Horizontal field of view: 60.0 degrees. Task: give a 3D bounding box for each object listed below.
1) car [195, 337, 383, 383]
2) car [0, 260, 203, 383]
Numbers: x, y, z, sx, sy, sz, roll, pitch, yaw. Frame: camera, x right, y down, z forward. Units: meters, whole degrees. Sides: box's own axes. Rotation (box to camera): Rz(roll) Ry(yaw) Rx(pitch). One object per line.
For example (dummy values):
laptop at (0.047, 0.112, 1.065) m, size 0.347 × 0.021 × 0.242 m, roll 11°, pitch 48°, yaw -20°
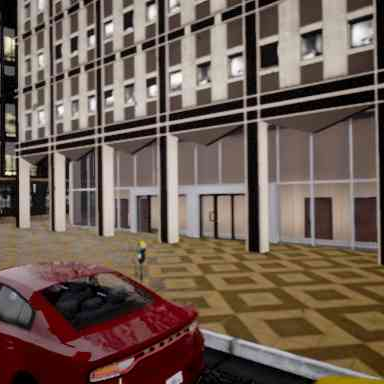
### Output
car at (2.504, 1.510, 1.094) m, size 4.829 × 1.417 × 1.752 m, roll -1°, pitch -1°, yaw 36°
car at (-1.976, 1.584, 4.292) m, size 4.507 × 1.381 × 1.887 m, roll -1°, pitch -1°, yaw 36°
